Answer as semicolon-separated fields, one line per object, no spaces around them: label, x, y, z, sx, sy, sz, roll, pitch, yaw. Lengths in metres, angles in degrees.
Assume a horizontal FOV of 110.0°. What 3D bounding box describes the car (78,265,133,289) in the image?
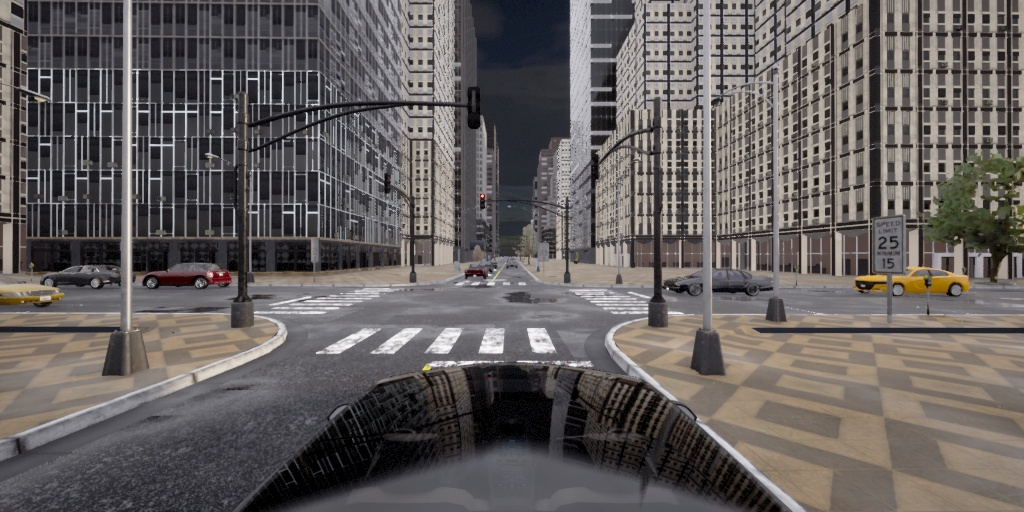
car;-24.927;1.189;21.139;4.403;1.370;2.007;0;0;-1

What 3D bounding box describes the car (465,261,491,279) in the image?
car;-3.154;1.350;32.375;1.895;1.301;4.718;0;0;-1

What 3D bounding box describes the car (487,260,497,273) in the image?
car;-3.185;1.295;43.056;2.033;1.411;5.357;0;0;0

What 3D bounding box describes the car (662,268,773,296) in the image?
car;10.933;1.362;19.107;5.357;1.411;2.033;0;0;-1

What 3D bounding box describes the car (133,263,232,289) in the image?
car;-19.251;1.112;21.273;4.097;1.591;1.967;0;0;-1

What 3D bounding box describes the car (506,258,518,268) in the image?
car;-0.021;1.292;59.436;2.033;1.411;5.357;0;0;0

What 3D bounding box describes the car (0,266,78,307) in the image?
car;-18.922;1.165;12.639;4.829;1.417;1.751;0;0;-1

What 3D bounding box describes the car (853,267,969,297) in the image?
car;21.346;1.339;19.304;5.008;1.535;1.882;0;0;-1
